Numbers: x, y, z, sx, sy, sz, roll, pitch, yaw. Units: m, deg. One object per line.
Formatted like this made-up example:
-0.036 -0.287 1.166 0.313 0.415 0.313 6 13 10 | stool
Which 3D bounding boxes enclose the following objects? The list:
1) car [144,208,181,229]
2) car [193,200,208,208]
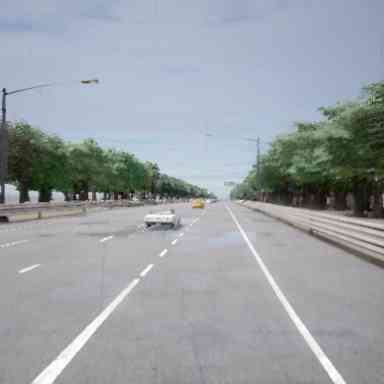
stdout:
-1.936 1.767 23.407 1.895 1.301 4.718 0 0 5 | car
1.279 2.146 60.142 1.882 1.535 5.008 0 -1 5 | car
